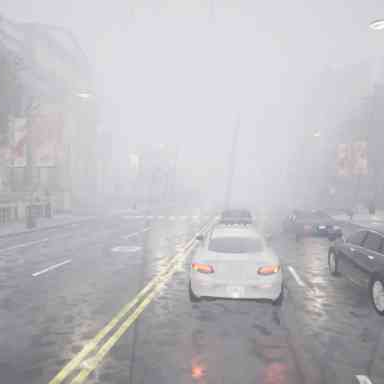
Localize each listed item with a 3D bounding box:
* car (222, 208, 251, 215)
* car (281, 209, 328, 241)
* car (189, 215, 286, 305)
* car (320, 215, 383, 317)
[{"bbox_3d":[2.322,1.547,17.488,2.033,1.411,5.357,0,0,8],"label":"car"},{"bbox_3d":[5.759,1.547,16.597,2.033,1.411,5.357,0,0,6],"label":"car"},{"bbox_3d":[1.034,1.526,8.031,1.812,1.442,4.674,0,0,7],"label":"car"},{"bbox_3d":[4.469,1.505,7.326,1.837,1.490,4.892,0,0,7],"label":"car"}]
